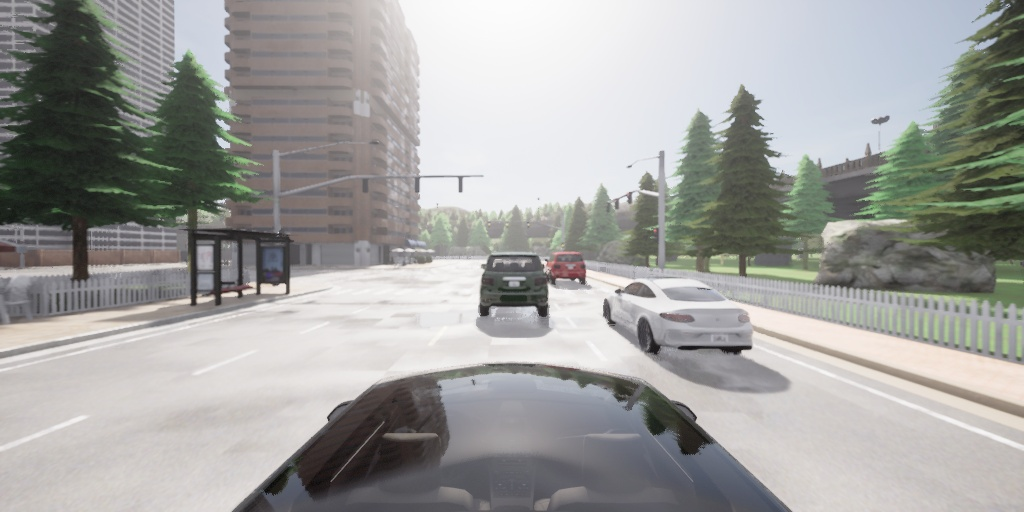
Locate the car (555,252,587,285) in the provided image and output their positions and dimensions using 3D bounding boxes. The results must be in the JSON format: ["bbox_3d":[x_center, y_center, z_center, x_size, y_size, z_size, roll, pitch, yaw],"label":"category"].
[{"bbox_3d":[3.469,0.767,23.938,2.150,2.045,5.566,0,1,0],"label":"car"}]

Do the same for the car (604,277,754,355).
[{"bbox_3d":[3.532,1.210,8.396,1.812,1.442,4.674,0,0,0],"label":"car"}]

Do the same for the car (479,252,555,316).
[{"bbox_3d":[0.026,0.868,12.945,2.150,2.045,5.566,0,1,-1],"label":"car"}]
